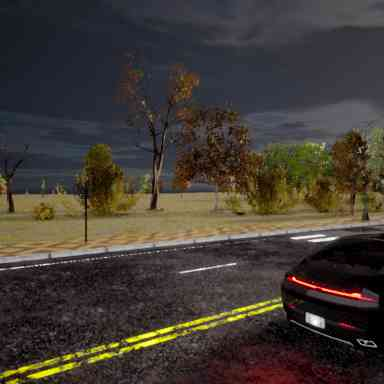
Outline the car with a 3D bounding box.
[{"bbox_3d":[3.678,1.504,5.907,4.892,1.490,1.837,0,0,-34],"label":"car"}]
